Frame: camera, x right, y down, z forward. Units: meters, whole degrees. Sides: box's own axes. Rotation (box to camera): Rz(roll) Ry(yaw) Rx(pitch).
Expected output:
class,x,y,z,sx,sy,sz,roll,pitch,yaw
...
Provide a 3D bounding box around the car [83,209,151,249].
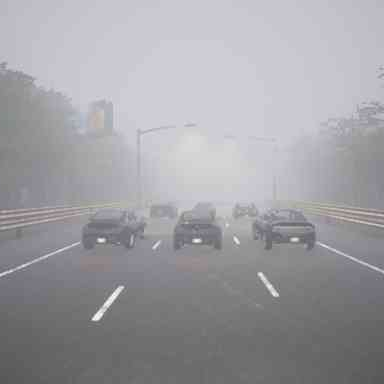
class,x,y,z,sx,sy,sz,roll,pitch,yaw
car,-3.227,1.514,14.570,1.837,1.490,4.892,0,0,2

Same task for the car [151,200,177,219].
class,x,y,z,sx,sy,sz,roll,pitch,yaw
car,-2.407,1.485,29.482,1.882,1.535,5.008,0,0,4

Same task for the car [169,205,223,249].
class,x,y,z,sx,sy,sz,roll,pitch,yaw
car,0.271,1.515,14.441,1.837,1.490,4.892,0,0,2

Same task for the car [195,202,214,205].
class,x,y,z,sx,sy,sz,roll,pitch,yaw
car,1.084,1.573,29.226,1.994,1.385,4.181,0,0,4

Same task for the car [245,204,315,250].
class,x,y,z,sx,sy,sz,roll,pitch,yaw
car,3.768,1.493,14.313,2.128,1.511,4.902,0,0,2

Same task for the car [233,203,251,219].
class,x,y,z,sx,sy,sz,roll,pitch,yaw
car,4.577,1.618,29.000,1.895,1.301,4.718,0,0,4
